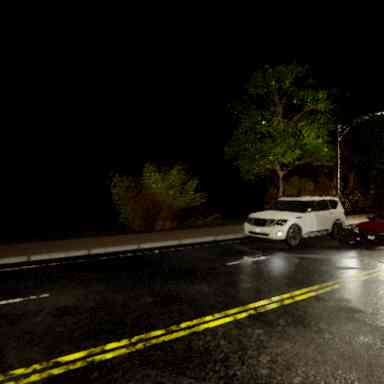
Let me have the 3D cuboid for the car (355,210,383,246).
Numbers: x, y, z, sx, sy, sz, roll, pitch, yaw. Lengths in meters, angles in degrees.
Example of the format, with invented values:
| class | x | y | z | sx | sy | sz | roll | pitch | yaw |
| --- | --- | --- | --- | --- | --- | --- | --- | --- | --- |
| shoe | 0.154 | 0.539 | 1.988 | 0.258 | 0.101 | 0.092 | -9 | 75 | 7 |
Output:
| class | x | y | z | sx | sy | sz | roll | pitch | yaw |
| --- | --- | --- | --- | --- | --- | --- | --- | --- | --- |
| car | 8.886 | 1.477 | 14.290 | 5.008 | 1.535 | 1.882 | 0 | 0 | -37 |

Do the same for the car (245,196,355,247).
| class | x | y | z | sx | sy | sz | roll | pitch | yaw |
| --- | --- | --- | --- | --- | --- | --- | --- | --- | --- |
| car | 4.926 | 1.225 | 15.379 | 5.566 | 2.045 | 2.150 | 0 | 0 | -37 |
